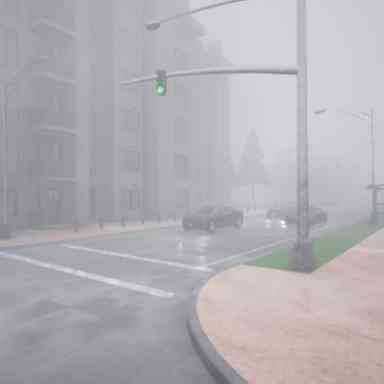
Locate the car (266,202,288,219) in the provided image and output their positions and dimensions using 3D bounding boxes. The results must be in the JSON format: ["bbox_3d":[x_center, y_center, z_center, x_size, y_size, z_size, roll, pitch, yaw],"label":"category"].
[{"bbox_3d":[8.276,1.593,29.767,1.812,1.442,4.674,0,0,37],"label":"car"}]

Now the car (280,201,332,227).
[{"bbox_3d":[8.179,1.615,23.654,1.994,1.385,4.181,0,0,37],"label":"car"}]

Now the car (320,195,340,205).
[{"bbox_3d":[17.350,1.173,41.805,1.837,1.490,4.892,0,0,37],"label":"car"}]

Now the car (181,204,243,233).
[{"bbox_3d":[1.366,1.551,20.543,1.882,1.535,5.008,0,0,37],"label":"car"}]
